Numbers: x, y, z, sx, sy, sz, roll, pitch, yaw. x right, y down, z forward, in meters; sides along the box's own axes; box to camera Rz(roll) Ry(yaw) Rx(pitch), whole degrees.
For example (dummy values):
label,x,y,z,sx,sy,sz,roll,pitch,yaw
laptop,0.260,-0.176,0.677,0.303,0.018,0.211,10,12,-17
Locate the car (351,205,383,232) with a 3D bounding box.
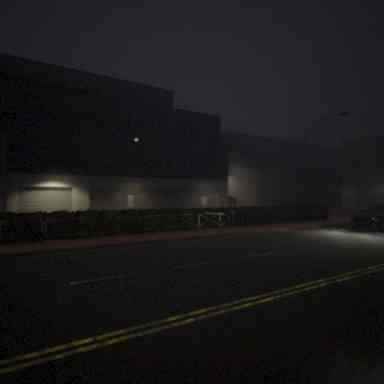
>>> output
label,x,y,z,sx,sy,sz,roll,pitch,yaw
car,12.034,1.557,21.077,5.008,1.535,1.882,1,0,-35
